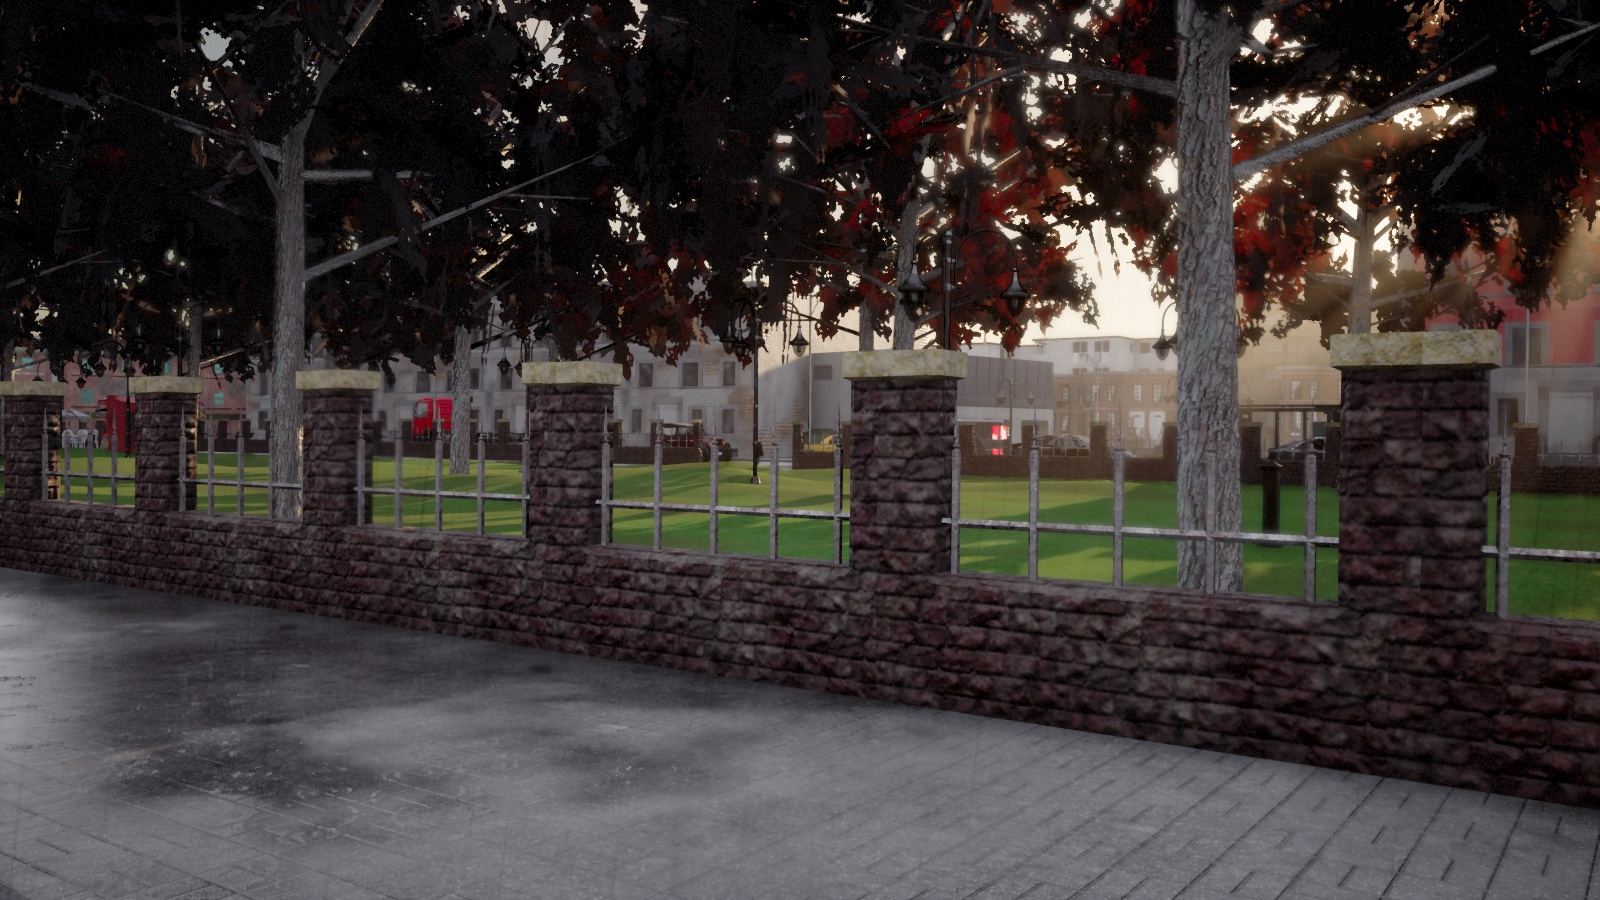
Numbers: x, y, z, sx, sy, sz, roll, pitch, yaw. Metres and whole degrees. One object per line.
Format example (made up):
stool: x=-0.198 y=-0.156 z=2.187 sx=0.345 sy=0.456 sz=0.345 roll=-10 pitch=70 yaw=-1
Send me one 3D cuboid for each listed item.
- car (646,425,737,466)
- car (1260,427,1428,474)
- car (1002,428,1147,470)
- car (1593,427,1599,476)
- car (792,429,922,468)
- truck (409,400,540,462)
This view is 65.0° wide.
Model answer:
car: x=-5.056 y=-0.223 z=58.291 sx=3.866 sy=1.878 sz=1.905 roll=0 pitch=1 yaw=35
car: x=18.149 y=-0.001 z=41.978 sx=4.892 sy=1.490 sz=1.837 roll=0 pitch=1 yaw=35
car: x=10.341 y=-0.054 z=47.469 sx=4.902 sy=1.511 sz=2.128 roll=0 pitch=1 yaw=35
car: x=25.908 y=0.024 z=36.535 sx=4.674 sy=1.442 sz=1.812 roll=0 pitch=1 yaw=36
car: x=2.360 y=-0.076 z=53.081 sx=5.366 sy=1.575 sz=1.801 roll=0 pitch=1 yaw=35
truck: x=-18.963 y=-1.074 z=72.916 sx=7.936 sy=3.462 sz=2.891 roll=0 pitch=1 yaw=35
